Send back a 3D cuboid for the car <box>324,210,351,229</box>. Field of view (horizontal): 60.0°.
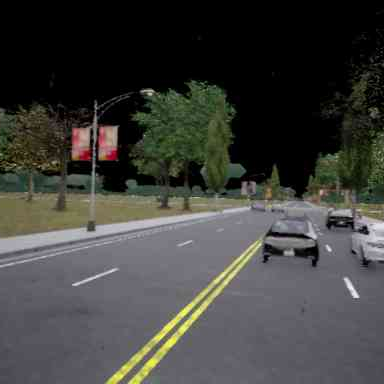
[{"bbox_3d":[11.956,2.198,27.184,1.882,1.535,5.008,1,-1,19],"label":"car"}]

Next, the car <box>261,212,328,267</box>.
[{"bbox_3d":[3.823,1.772,12.787,2.128,1.511,4.902,1,-1,18],"label":"car"}]

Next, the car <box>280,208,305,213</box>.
[{"bbox_3d":[8.286,2.208,26.479,1.895,1.301,4.718,1,-1,19],"label":"car"}]

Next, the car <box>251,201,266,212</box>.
[{"bbox_3d":[11.440,2.535,57.342,2.097,1.767,4.553,1,-1,19],"label":"car"}]

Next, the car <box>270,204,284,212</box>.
[{"bbox_3d":[14.497,2.777,56.252,1.812,1.442,4.674,1,-1,19],"label":"car"}]

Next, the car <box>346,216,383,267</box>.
[{"bbox_3d":[7.141,1.892,12.451,1.812,1.442,4.674,1,-1,19],"label":"car"}]
